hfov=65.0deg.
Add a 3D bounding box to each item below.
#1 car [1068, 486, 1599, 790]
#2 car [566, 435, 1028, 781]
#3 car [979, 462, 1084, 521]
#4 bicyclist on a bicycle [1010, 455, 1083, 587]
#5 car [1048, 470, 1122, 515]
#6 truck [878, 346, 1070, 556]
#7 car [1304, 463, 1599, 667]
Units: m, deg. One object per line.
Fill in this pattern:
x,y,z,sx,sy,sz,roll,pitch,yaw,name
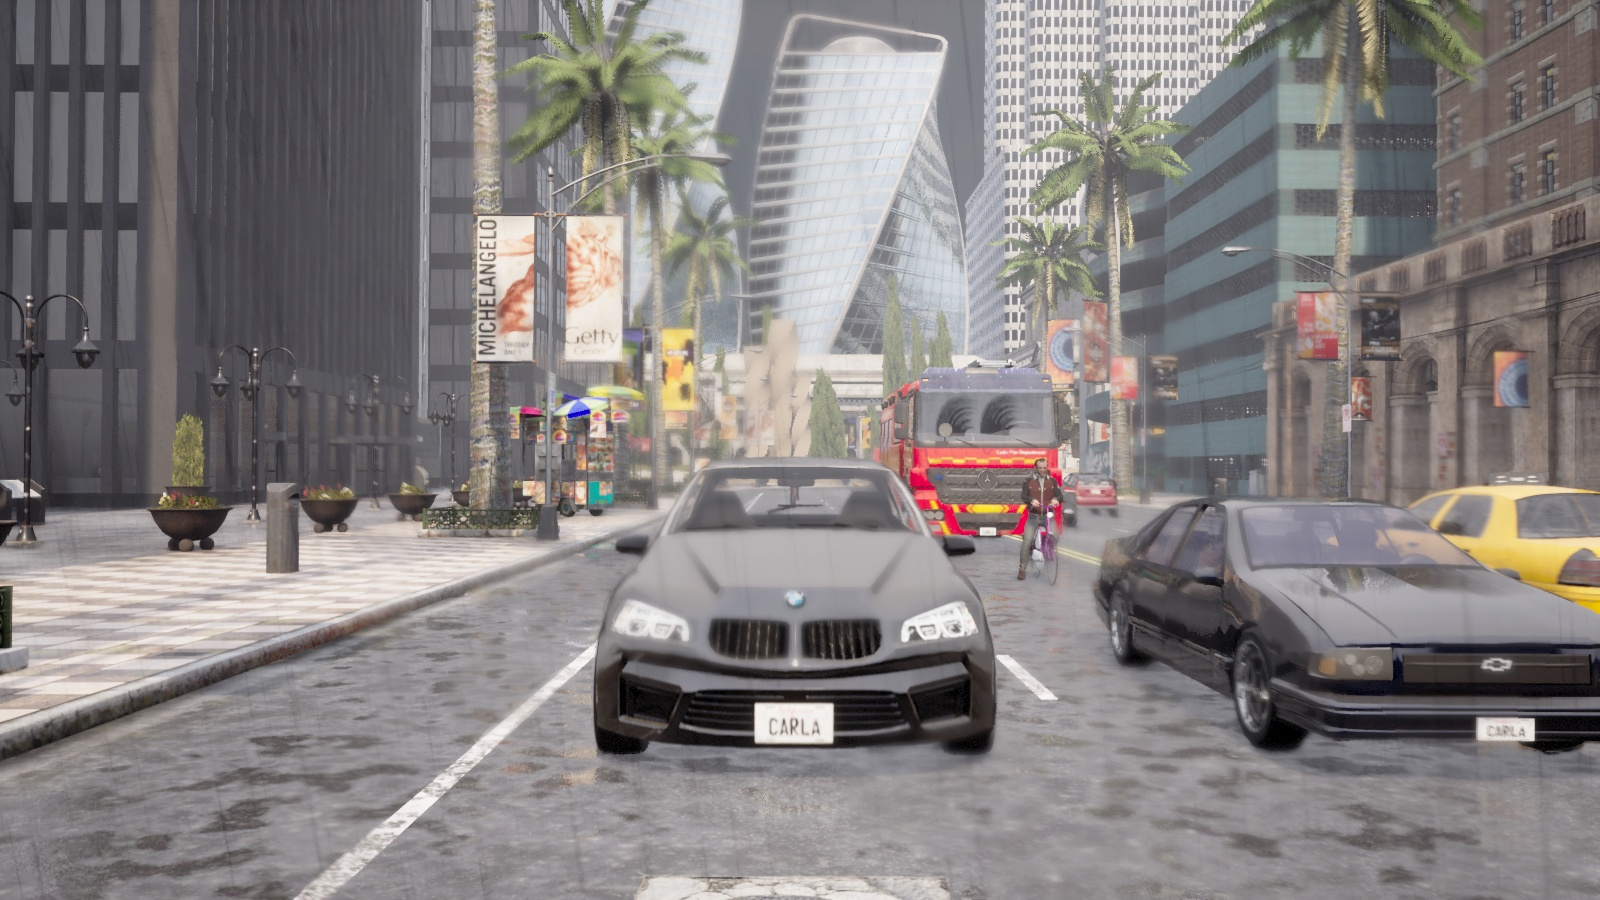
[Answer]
3.478,0.996,8.825,2.033,1.411,5.357,0,-1,0,car
-0.023,0.799,8.409,2.242,1.667,4.611,0,-1,0,car
6.832,1.197,37.646,2.152,1.651,5.027,0,-1,-1,car
3.458,0.969,17.742,0.659,1.776,1.843,0,-1,0,bicyclist on a bicycle
10.231,1.511,45.288,1.789,1.549,3.705,0,-1,-1,car
3.446,0.092,27.189,2.891,3.827,8.468,0,-1,0,truck
6.968,0.934,12.404,1.801,1.575,5.366,0,-1,0,car
